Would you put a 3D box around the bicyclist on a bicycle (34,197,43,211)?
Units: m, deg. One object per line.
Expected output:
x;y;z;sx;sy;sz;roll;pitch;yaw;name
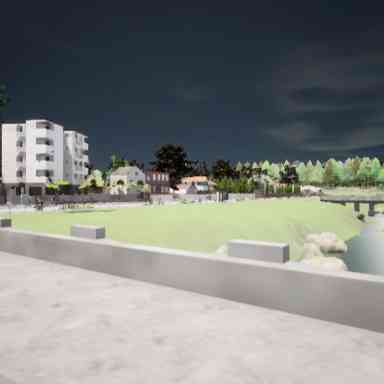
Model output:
-16.668;1.326;36.059;1.656;1.620;0.582;0;0;36;bicyclist on a bicycle
